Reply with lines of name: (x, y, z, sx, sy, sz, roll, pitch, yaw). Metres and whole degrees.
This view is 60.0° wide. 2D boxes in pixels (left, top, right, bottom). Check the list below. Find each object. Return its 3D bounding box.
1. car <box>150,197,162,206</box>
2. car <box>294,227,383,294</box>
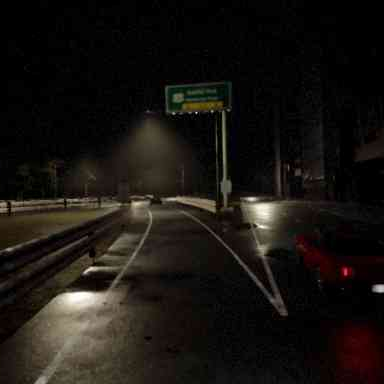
car: (-6.000, 1.500, 55.446, 1.882, 1.535, 5.008, -1, 0, -8)
car: (3.878, 1.544, 8.513, 1.895, 1.301, 4.718, -1, 0, 8)
